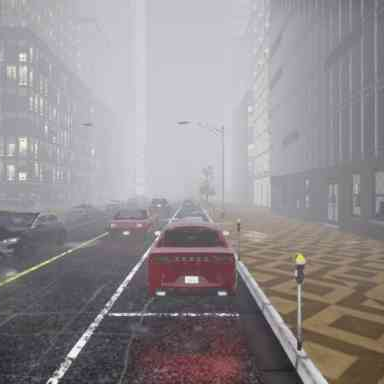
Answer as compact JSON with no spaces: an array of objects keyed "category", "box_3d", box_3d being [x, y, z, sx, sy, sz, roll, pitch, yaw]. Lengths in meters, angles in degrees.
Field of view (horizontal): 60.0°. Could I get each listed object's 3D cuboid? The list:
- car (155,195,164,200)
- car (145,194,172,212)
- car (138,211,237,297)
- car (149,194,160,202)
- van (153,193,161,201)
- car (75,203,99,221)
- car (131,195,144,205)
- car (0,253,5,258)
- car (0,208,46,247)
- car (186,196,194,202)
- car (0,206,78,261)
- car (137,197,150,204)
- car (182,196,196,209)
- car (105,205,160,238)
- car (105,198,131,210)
[{"category":"car","box_3d":[-8.833,1.504,89.799,1.947,1.339,4.313,0,0,0]},{"category":"car","box_3d":[-3.146,1.341,33.973,2.097,1.767,4.553,0,0,0]},{"category":"car","box_3d":[-0.006,1.477,8.649,1.882,1.535,5.008,0,0,0]},{"category":"car","box_3d":[-8.832,1.391,78.413,1.967,1.590,4.097,0,0,0]},{"category":"van","box_3d":[-8.832,1.285,84.106,1.690,1.788,3.998,0,0,0]},{"category":"car","box_3d":[-8.833,1.575,27.183,1.802,1.307,4.206,0,0,0]},{"category":"car","box_3d":[-8.833,1.523,49.953,1.887,1.381,4.507,0,0,0]},{"category":"car","box_3d":[-3.045,1.478,1.191,1.882,1.535,5.008,0,0,0]},{"category":"car","box_3d":[-8.833,1.563,15.800,1.947,1.339,4.313,0,0,0]},{"category":"car","box_3d":[-0.452,1.533,78.399,1.802,1.307,4.206,0,0,0]},{"category":"car","box_3d":[-6.247,1.490,12.378,2.128,1.511,4.902,0,0,0]},{"category":"car","box_3d":[-8.833,1.550,61.338,1.802,1.307,4.206,0,0,0]},{"category":"car","box_3d":[-0.452,1.548,44.248,1.947,1.339,4.313,0,0,0]},{"category":"car","box_3d":[-3.044,1.598,17.662,1.895,1.301,4.718,0,0,0]},{"category":"car","box_3d":[-8.833,1.537,38.569,2.008,1.369,4.403,0,0,0]}]
